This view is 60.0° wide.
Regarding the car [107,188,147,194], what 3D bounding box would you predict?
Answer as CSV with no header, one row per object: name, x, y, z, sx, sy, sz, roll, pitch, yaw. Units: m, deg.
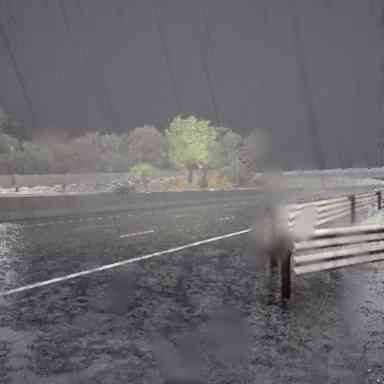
car,-6.164,0.668,35.435,2.128,1.511,4.902,0,1,36

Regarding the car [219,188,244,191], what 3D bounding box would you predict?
car,6.854,0.074,53.348,2.097,1.767,4.553,0,1,36

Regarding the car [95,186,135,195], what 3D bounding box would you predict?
car,-8.624,0.387,38.003,2.150,2.045,5.566,0,1,36

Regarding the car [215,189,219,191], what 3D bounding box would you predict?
car,4.839,0.205,56.508,1.837,1.490,4.892,0,1,36
